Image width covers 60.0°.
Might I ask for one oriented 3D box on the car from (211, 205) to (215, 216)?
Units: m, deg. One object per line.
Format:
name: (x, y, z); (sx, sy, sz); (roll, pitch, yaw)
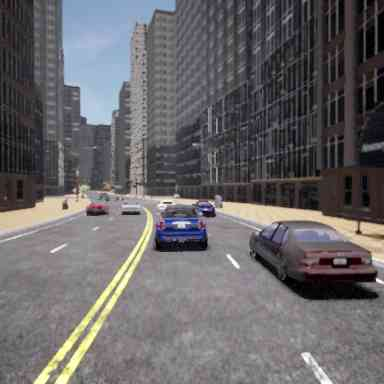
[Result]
car: (0.928, 1.524, 31.663); (1.994, 1.385, 4.181); (0, 0, -8)

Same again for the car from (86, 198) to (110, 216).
car: (-9.318, 1.600, 33.078); (1.895, 1.301, 4.718); (0, 0, -9)

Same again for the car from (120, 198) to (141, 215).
car: (-6.158, 1.585, 33.895); (1.895, 1.301, 4.718); (0, 0, -9)

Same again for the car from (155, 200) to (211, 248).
car: (-0.552, 1.344, 15.040); (2.097, 1.767, 4.553); (0, 0, -4)

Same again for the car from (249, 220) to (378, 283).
car: (3.062, 1.535, 9.647); (2.033, 1.411, 5.357); (0, 0, -3)

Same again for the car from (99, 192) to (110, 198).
car: (-19.621, 1.054, 74.199); (2.150, 2.045, 5.566); (0, 0, -18)

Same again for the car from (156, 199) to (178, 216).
car: (-2.498, 1.497, 32.671); (1.812, 1.442, 4.674); (0, 0, -8)

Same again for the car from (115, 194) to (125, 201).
car: (-16.118, 1.287, 73.938); (2.128, 1.511, 4.902); (0, 0, -18)
